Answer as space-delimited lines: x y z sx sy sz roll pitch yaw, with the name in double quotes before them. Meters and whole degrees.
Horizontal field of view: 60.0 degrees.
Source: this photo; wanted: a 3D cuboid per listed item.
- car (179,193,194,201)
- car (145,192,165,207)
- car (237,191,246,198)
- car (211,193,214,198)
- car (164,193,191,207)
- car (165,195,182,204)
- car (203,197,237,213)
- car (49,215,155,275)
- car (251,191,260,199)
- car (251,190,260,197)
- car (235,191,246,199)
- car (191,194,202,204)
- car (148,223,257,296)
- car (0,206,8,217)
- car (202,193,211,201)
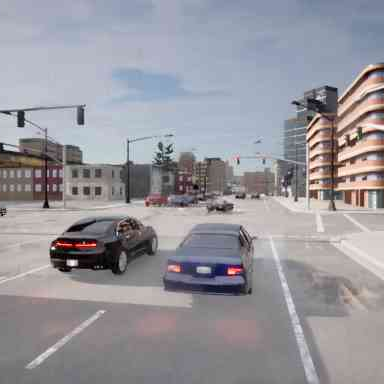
"car" -1.127 1.073 69.196 2.033 1.411 5.357 0 1 11
"car" -5.152 1.080 49.265 2.150 2.045 5.566 0 1 11
"car" 12.995 0.552 86.621 2.097 1.767 4.553 0 1 11
"car" 3.813 0.862 76.189 1.882 1.535 5.008 0 1 11
"car" -1.944 1.223 47.389 2.097 1.767 4.553 0 1 11
"car" -3.249 1.238 58.822 1.812 1.442 4.674 0 1 12
"car" 3.134 1.552 36.206 1.895 1.301 4.718 0 0 21
"car" -2.509 1.505 10.604 1.837 1.490 4.892 0 0 11
"car" 14.347 0.881 75.342 2.128 1.511 4.902 0 1 11
"car" 16.351 0.464 85.546 2.097 1.767 4.553 0 1 11
"car" 11.099 0.902 76.969 1.994 1.385 4.181 0 1 11
"car" -0.184 1.235 56.299 2.128 1.511 4.902 0 1 11
"car" 0.708 1.547 8.860 2.033 1.411 5.357 0 0 11
"car" -18.749 1.505 29.417 4.892 1.490 1.837 0 0 10
"car" 1.770 1.119 65.949 2.033 1.411 5.357 0 1 12
